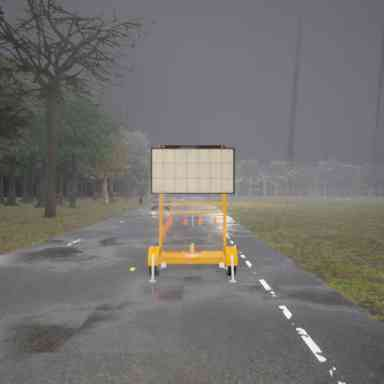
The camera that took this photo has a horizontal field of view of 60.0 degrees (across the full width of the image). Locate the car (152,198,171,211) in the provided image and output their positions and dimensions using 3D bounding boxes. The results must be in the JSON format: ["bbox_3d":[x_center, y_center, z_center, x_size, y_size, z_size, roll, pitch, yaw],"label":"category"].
[{"bbox_3d":[-3.517,1.404,38.501,1.812,1.442,4.674,0,0,0],"label":"car"}]

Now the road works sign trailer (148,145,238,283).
[{"bbox_3d":[0.021,0.458,9.664,2.380,3.560,2.880,0,0,0],"label":"road works sign trailer"}]

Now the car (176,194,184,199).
[{"bbox_3d":[-3.302,0.989,89.722,2.097,1.767,4.553,0,0,0],"label":"car"}]
